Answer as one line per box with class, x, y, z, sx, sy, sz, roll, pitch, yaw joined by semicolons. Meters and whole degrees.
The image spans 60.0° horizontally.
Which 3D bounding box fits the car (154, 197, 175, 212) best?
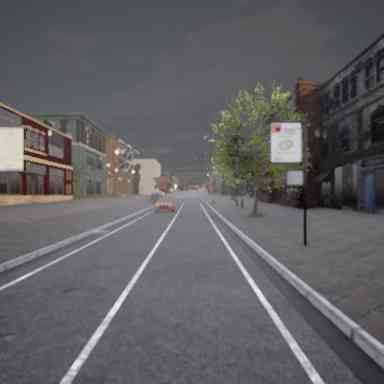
car;-2.997;1.315;37.318;2.097;1.767;4.553;0;0;0
